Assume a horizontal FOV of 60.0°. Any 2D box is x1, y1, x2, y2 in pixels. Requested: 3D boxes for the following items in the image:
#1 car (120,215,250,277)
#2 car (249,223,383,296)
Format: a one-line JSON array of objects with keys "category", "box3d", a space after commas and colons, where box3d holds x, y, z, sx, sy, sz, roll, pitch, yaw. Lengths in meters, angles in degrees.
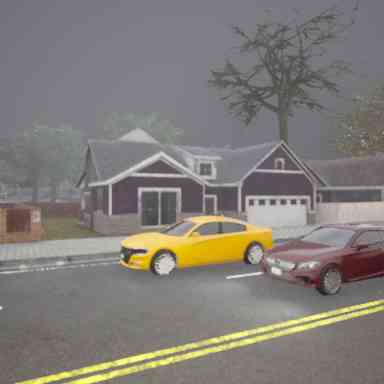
[{"category": "car", "box3d": [0.272, 1.532, 10.504, 5.008, 1.535, 1.882, 0, 0, -27]}, {"category": "car", "box3d": [4.018, 1.573, 8.752, 4.674, 1.442, 1.812, 0, 0, -27]}]
